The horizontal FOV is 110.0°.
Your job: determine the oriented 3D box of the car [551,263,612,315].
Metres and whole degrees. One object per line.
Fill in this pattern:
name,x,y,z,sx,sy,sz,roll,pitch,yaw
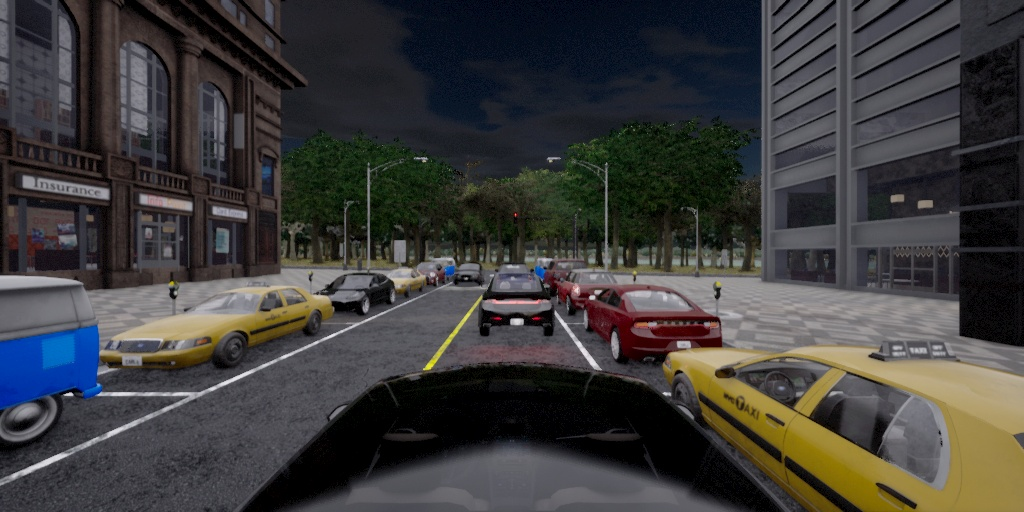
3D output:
car,2.780,1.186,13.439,1.967,1.591,4.097,0,0,0

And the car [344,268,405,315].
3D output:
car,-5.745,1.312,13.453,1.948,1.339,4.313,0,0,0

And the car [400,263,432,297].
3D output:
car,-5.737,1.271,18.721,1.751,1.417,4.829,0,0,0

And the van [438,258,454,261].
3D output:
van,-5.719,1.085,29.766,1.690,1.789,3.998,0,0,0

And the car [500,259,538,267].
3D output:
car,0.128,1.097,19.281,2.097,1.767,4.553,0,0,1

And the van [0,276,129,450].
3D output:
van,-5.762,1.090,2.578,1.690,1.789,3.998,0,0,0

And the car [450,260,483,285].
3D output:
car,-2.976,1.252,25.768,1.837,1.490,4.892,0,-1,0

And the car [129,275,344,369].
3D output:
car,-5.754,1.273,7.846,1.751,1.417,4.829,0,0,0

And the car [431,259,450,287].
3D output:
car,-5.728,1.185,24.328,1.967,1.591,4.097,0,0,0

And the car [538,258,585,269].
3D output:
car,2.789,1.060,18.877,2.192,1.841,5.009,0,0,0

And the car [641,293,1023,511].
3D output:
car,2.763,1.275,2.734,1.751,1.417,4.829,0,0,0

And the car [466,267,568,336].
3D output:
car,0.114,1.239,10.316,2.128,1.511,4.902,0,0,0

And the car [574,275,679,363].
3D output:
car,2.772,1.293,8.002,1.888,1.381,4.507,0,0,0
